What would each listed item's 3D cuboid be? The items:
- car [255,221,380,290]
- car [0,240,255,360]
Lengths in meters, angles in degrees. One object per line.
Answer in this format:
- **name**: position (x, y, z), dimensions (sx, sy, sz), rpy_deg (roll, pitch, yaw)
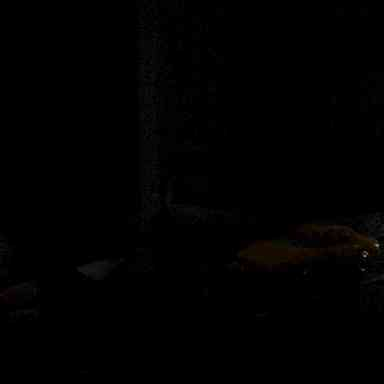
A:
- **car**: position (3.208, 1.485, 8.943), dimensions (4.829, 1.417, 1.752), rpy_deg (0, 0, -36)
- **car**: position (-1.079, 1.569, 5.882), dimensions (4.206, 1.307, 1.802), rpy_deg (0, 0, -36)
